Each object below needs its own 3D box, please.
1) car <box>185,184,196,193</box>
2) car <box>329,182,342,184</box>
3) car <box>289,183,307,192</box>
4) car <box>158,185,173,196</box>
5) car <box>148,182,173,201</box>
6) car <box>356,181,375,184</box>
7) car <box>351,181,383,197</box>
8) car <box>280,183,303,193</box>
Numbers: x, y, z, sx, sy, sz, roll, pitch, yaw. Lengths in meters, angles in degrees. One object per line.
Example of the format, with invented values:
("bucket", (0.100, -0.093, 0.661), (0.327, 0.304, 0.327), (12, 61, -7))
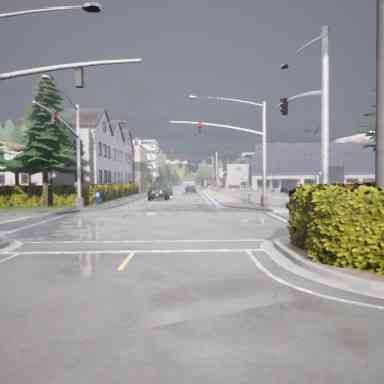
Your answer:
("car", (-0.233, -0.596, 58.710), (2.128, 1.511, 4.902), (-1, 2, 0))
("car", (25.243, -1.043, 59.531), (2.152, 1.636, 5.027), (-1, 2, -1))
("car", (18.829, -0.883, 59.171), (1.970, 1.475, 3.806), (-1, 2, -1))
("car", (-3.786, -0.206, 48.914), (1.837, 1.490, 4.892), (-1, 2, 0))
("car", (-3.761, -0.122, 38.286), (2.150, 2.045, 5.566), (-1, 2, 0))
("car", (18.980, -0.180, 34.253), (1.905, 1.878, 3.866), (-1, 2, -1))
("car", (22.216, -0.466, 42.137), (1.932, 1.855, 4.605), (-1, 2, -1))
("car", (15.213, -0.535, 52.107), (2.007, 1.523, 4.514), (-1, 2, -1))
